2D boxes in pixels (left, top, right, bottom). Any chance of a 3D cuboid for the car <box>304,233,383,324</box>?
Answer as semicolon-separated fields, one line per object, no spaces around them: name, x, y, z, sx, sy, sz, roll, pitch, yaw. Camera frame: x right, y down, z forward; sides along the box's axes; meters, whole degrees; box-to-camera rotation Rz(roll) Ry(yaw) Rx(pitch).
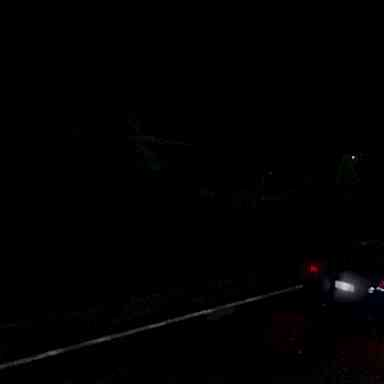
car;4.189;1.541;6.734;4.181;1.385;1.994;0;0;-35
